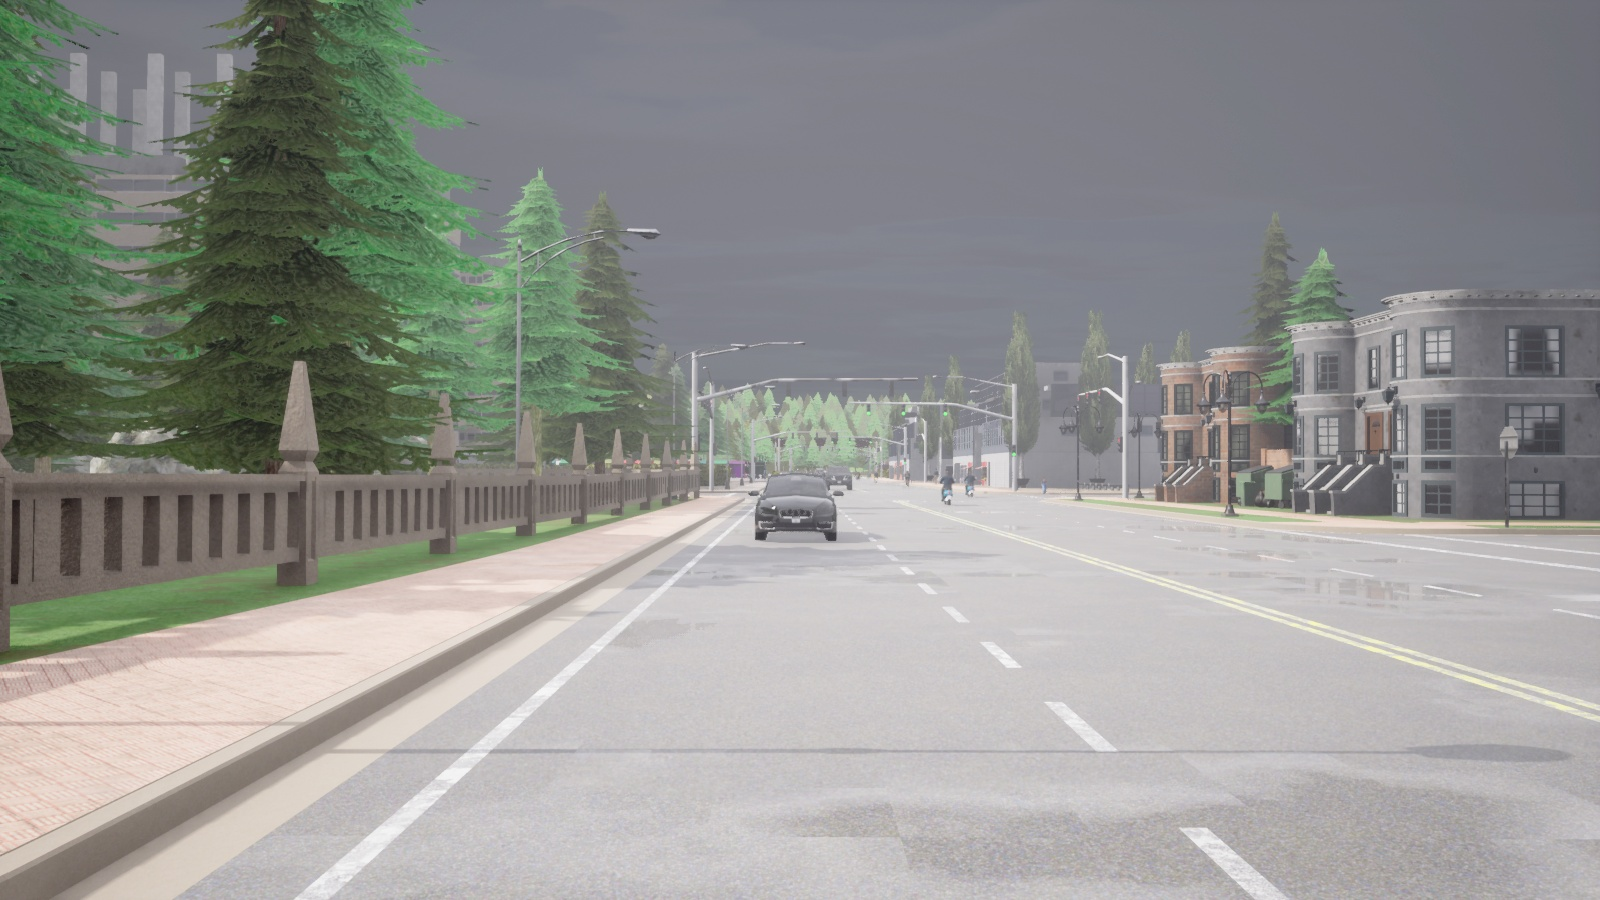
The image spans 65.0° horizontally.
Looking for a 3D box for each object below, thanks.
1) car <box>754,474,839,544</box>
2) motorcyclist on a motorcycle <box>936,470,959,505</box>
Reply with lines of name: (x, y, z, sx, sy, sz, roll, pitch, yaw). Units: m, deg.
car: (-0.082, 1.312, 29.375, 1.837, 1.490, 4.892, 0, -1, 0)
motorcyclist on a motorcycle: (6.836, 1.718, 58.368, 0.866, 1.590, 1.817, 0, -1, 0)
